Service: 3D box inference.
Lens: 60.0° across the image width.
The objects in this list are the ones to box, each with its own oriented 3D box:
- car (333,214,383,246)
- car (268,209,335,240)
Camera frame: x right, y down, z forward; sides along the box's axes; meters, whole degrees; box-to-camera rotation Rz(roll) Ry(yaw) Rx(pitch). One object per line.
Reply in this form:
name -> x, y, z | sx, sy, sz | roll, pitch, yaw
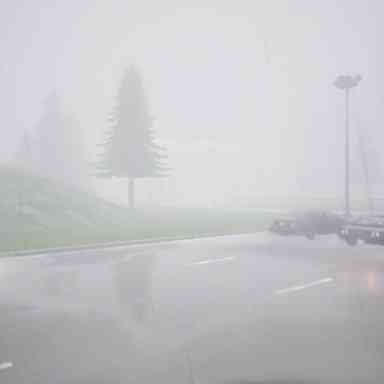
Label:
car -> 8.293, 1.613, 14.084 | 4.718, 1.301, 1.895 | 0, 0, -35
car -> 6.236, 1.560, 16.916 | 5.357, 1.411, 2.033 | 0, 0, -35
